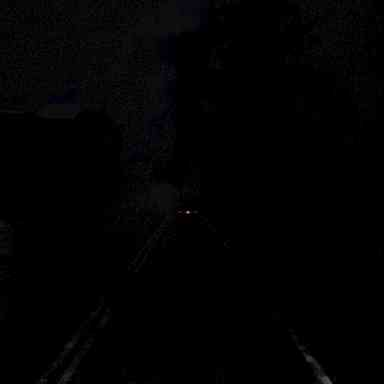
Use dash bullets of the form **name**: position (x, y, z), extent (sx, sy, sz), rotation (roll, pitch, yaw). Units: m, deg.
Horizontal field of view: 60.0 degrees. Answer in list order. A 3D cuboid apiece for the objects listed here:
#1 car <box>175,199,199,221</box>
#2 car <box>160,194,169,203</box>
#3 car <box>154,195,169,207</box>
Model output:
- **car**: position (-0.384, 1.558, 27.342), extent (2.033, 1.411, 5.357), rotation (0, 0, -2)
- **car**: position (-5.452, 1.269, 66.507), extent (1.812, 1.442, 4.674), rotation (0, 1, -3)
- **car**: position (-4.687, 1.474, 50.465), extent (2.033, 1.411, 5.357), rotation (0, 1, -2)
